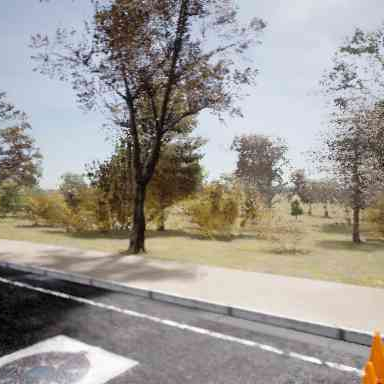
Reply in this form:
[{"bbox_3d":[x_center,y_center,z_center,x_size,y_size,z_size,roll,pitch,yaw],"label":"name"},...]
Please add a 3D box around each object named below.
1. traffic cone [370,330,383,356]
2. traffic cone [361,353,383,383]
[{"bbox_3d":[2.359,2.057,4.237,0.340,0.580,0.340,-1,-1,33],"label":"traffic cone"},{"bbox_3d":[1.813,2.038,3.400,0.340,0.580,0.340,-1,-1,33],"label":"traffic cone"}]
